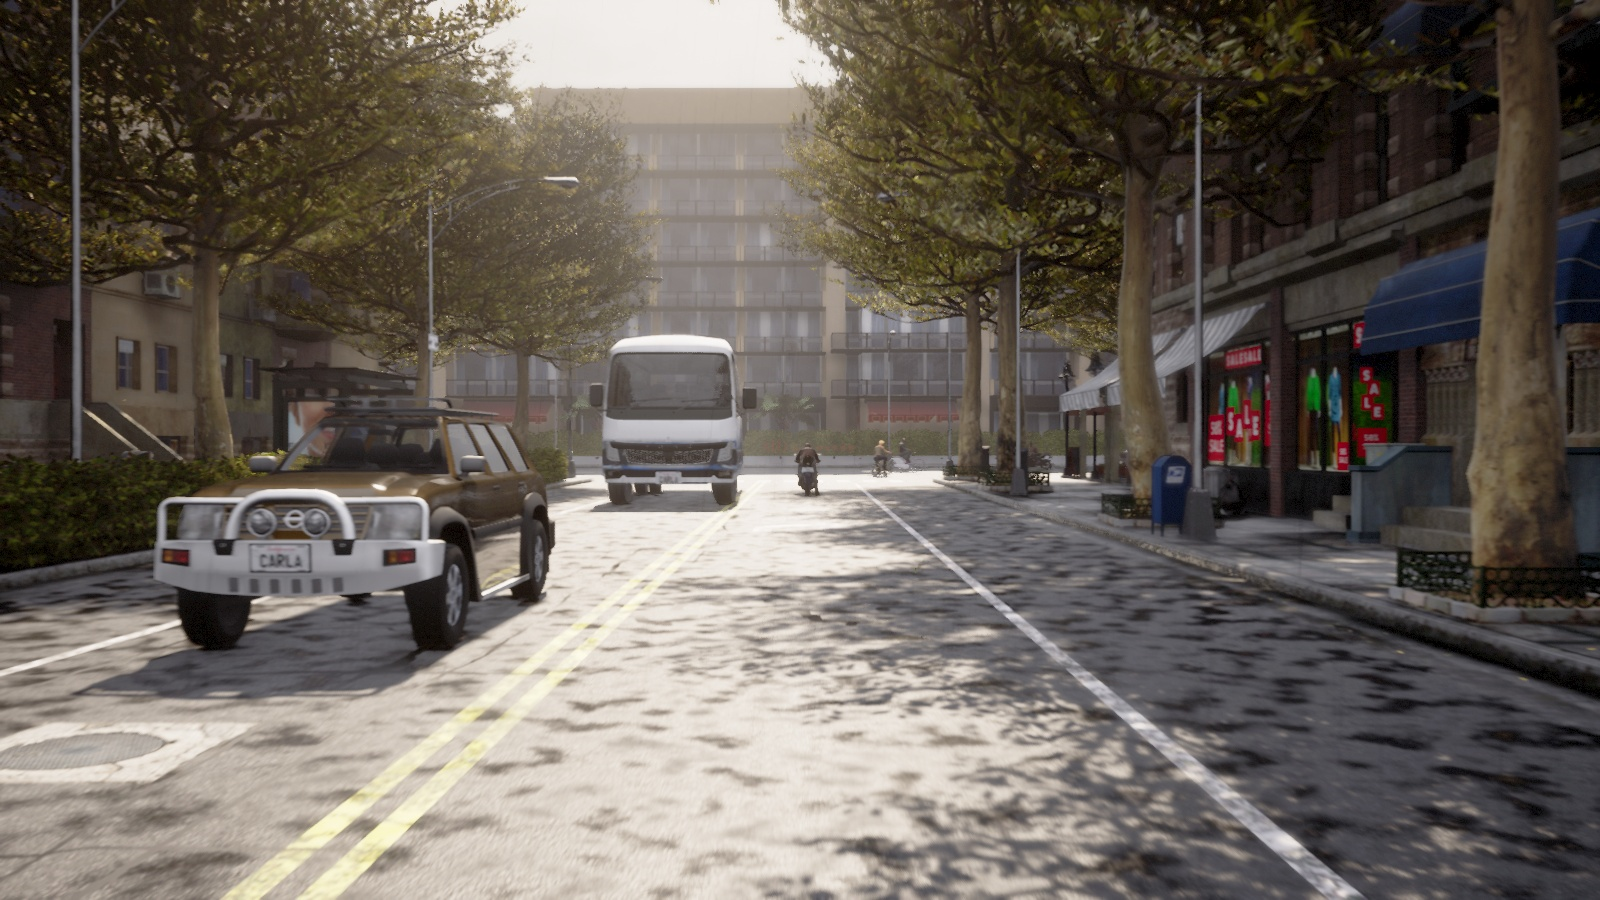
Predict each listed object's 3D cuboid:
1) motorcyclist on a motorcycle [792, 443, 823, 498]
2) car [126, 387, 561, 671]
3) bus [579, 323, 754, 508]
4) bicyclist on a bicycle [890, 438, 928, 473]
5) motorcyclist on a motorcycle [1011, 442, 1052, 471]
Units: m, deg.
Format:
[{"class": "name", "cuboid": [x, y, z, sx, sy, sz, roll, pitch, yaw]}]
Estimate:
[{"class": "motorcyclist on a motorcycle", "cuboid": [0.222, 0.577, 36.380, 0.866, 1.530, 2.191, 0, 0, 0]}, {"class": "car", "cuboid": [-3.424, 0.501, 10.514, 1.932, 1.855, 4.605, 0, 0, 0]}, {"class": "bus", "cuboid": [-3.262, -0.825, 34.174, 3.944, 4.253, 10.273, 0, 0, -2]}, {"class": "bicyclist on a bicycle", "cuboid": [5.501, 0.265, 63.264, 1.843, 1.776, 0.659, 0, 0, 0]}, {"class": "motorcyclist on a motorcycle", "cuboid": [12.305, 0.362, 66.754, 2.044, 1.523, 0.797, 0, 0, 0]}]
